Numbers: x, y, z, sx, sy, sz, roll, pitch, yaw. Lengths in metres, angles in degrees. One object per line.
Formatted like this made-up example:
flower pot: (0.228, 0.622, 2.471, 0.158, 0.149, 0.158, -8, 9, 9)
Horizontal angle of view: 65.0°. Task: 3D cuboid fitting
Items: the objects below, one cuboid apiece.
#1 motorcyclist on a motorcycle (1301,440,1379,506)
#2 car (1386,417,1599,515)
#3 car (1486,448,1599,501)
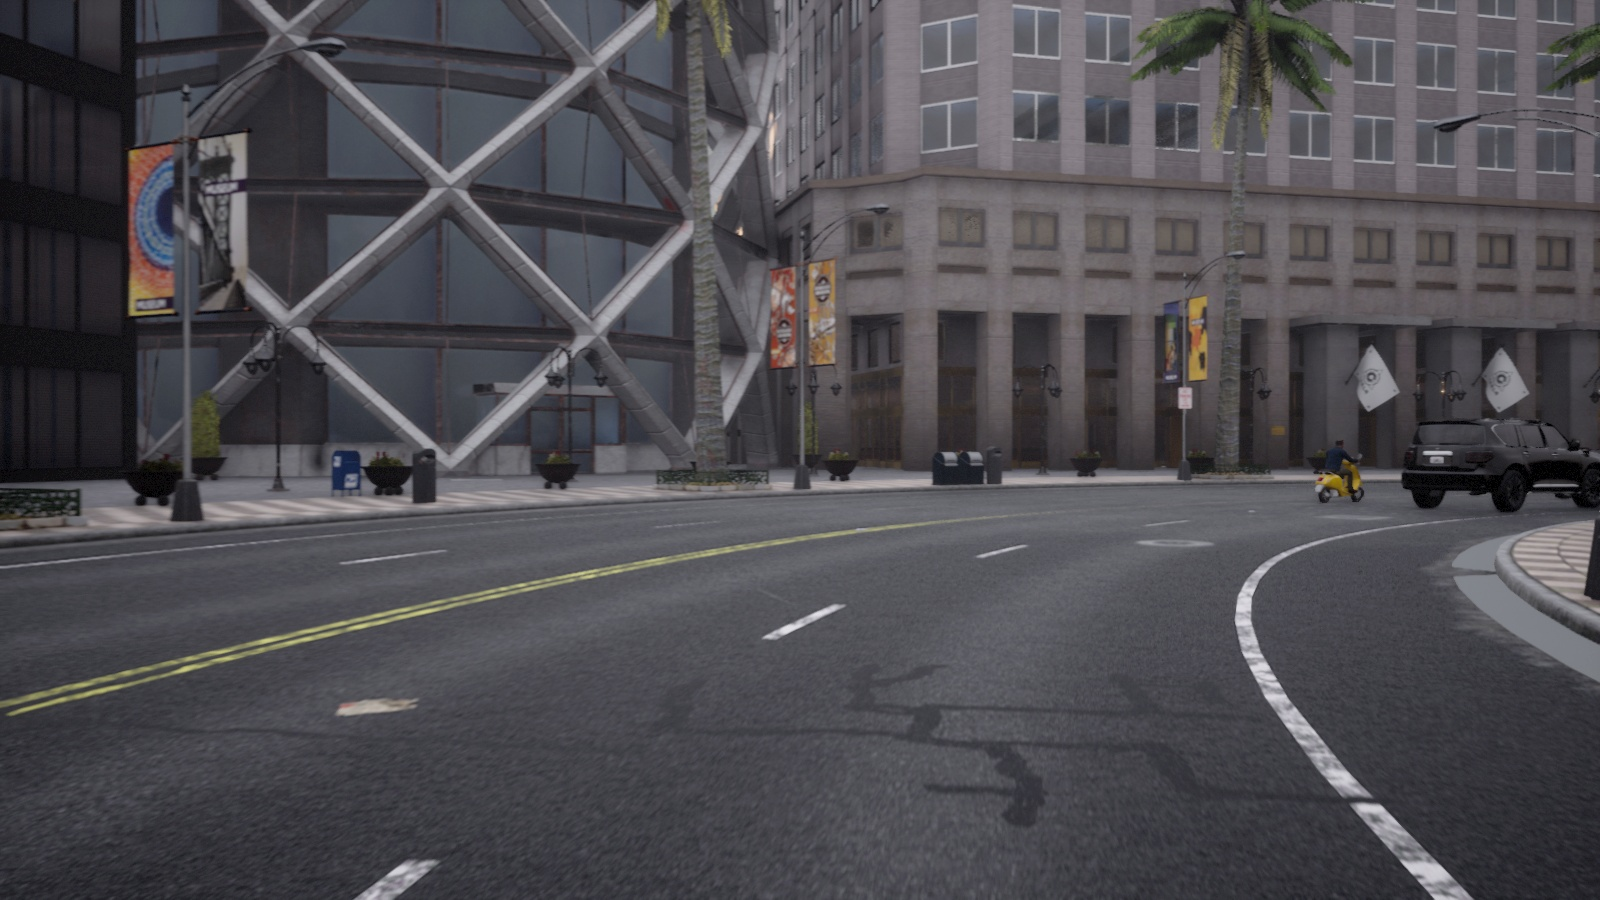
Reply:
motorcyclist on a motorcycle: (13.338, 0.548, 31.001, 1.817, 1.590, 0.866, 0, 1, -32)
car: (16.034, 0.331, 28.594, 5.566, 2.045, 2.150, 0, 0, -32)
car: (21.371, 0.653, 34.592, 4.181, 1.385, 1.994, 0, 0, -18)
